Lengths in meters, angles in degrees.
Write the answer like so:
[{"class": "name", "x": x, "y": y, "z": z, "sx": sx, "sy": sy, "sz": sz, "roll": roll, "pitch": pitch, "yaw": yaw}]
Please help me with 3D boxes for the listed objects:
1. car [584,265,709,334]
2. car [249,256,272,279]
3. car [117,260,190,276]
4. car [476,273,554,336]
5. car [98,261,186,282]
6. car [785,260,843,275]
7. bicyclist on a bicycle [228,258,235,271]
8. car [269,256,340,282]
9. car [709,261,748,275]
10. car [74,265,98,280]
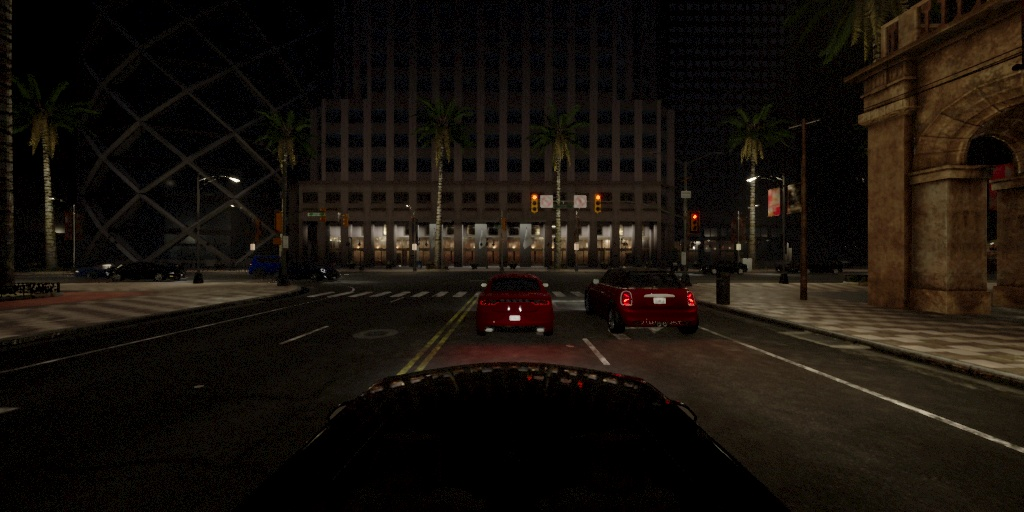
[{"class": "car", "x": 3.582, "y": 1.102, "z": 10.796, "sx": 2.097, "sy": 1.767, "sz": 4.553, "roll": 0, "pitch": 0, "yaw": 0}, {"class": "car", "x": -20.421, "y": 0.973, "z": 32.208, "sx": 5.566, "sy": 2.045, "sz": 2.150, "roll": 0, "pitch": 0, "yaw": -1}, {"class": "car", "x": -37.259, "y": 1.241, "z": 37.433, "sx": 4.902, "sy": 1.511, "sz": 2.128, "roll": 0, "pitch": 0, "yaw": -16}, {"class": "car", "x": 0.080, "y": 1.228, "z": 10.455, "sx": 1.882, "sy": 1.535, "sz": 5.008, "roll": 0, "pitch": 0, "yaw": 0}, {"class": "car", "x": -28.756, "y": 1.254, "z": 28.288, "sx": 4.892, "sy": 1.490, "sz": 1.837, "roll": 0, "pitch": 0, "yaw": -8}, {"class": "car", "x": 33.286, "y": 1.228, "z": 39.347, "sx": 5.008, "sy": 1.535, "sz": 1.882, "roll": 0, "pitch": 0, "yaw": 0}, {"class": "bicyclist on a bicycle", "x": -35.748, "y": 1.050, "z": 45.712, "sx": 0.582, "sy": 1.620, "sz": 1.656, "roll": 0, "pitch": 0, "yaw": -12}, {"class": "car", "x": -15.967, "y": 1.101, "z": 28.132, "sx": 4.553, "sy": 1.767, "sz": 2.097, "roll": 0, "pitch": 0, "yaw": 9}, {"class": "car", "x": 23.171, "y": 1.255, "z": 39.380, "sx": 4.892, "sy": 1.490, "sz": 1.837, "roll": 0, "pitch": 0, "yaw": 0}, {"class": "car", "x": -33.799, "y": 1.298, "z": 30.984, "sx": 5.357, "sy": 1.411, "sz": 2.033, "roll": 0, "pitch": 0, "yaw": -16}]
